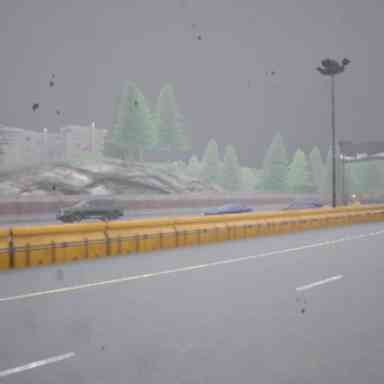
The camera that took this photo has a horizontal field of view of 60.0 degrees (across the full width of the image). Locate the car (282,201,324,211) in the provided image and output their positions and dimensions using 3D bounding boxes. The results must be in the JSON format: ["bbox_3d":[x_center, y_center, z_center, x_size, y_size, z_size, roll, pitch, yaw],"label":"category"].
[{"bbox_3d":[10.078,1.797,30.354,5.357,1.411,2.033,0,-1,-40],"label":"car"}]

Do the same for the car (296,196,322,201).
[{"bbox_3d":[15.180,1.571,43.854,5.566,2.045,2.150,0,-1,-40],"label":"car"}]

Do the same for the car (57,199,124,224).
[{"bbox_3d":[-8.527,1.594,28.380,5.566,2.045,2.150,0,-1,-39],"label":"car"}]

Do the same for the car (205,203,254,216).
[{"bbox_3d":[3.316,1.767,29.201,5.008,1.535,1.882,0,-1,-40],"label":"car"}]
